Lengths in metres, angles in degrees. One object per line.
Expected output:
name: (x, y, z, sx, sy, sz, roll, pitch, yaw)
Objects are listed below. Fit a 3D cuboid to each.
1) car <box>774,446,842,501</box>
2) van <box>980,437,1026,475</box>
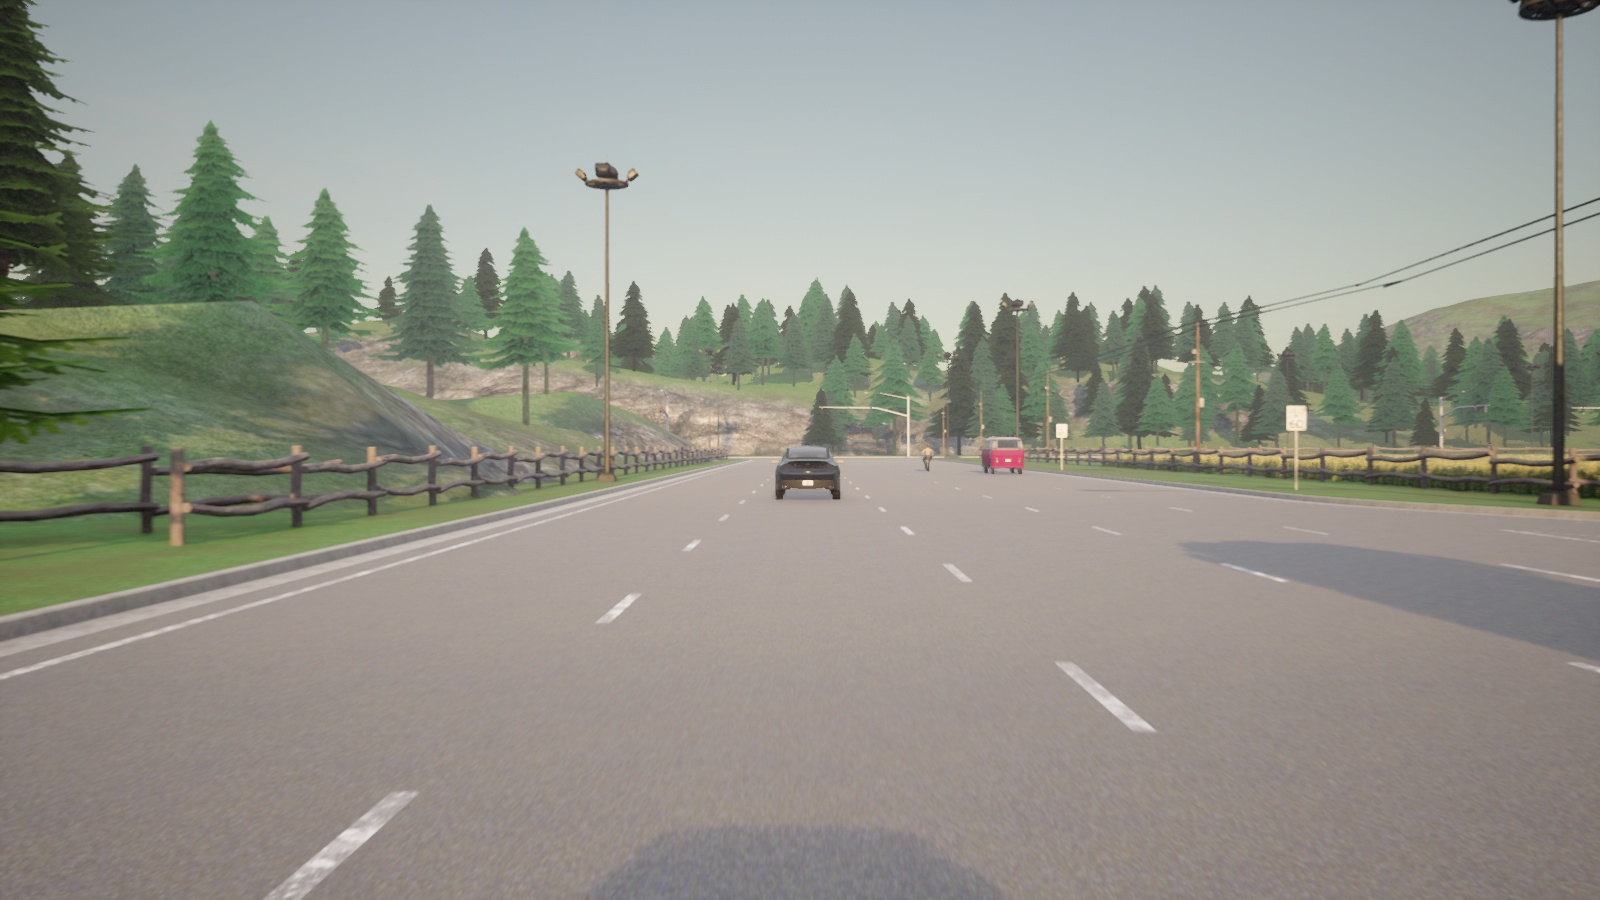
car: (0.226, 0.642, 36.647, 1.837, 1.490, 4.892, 0, 0, 0)
van: (10.909, 0.303, 67.760, 1.775, 1.987, 4.442, 0, 0, 0)
